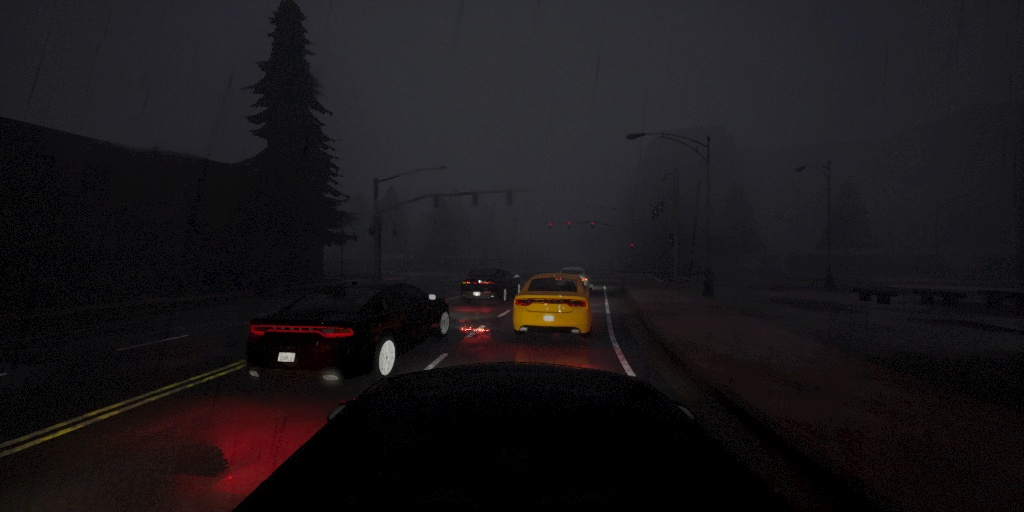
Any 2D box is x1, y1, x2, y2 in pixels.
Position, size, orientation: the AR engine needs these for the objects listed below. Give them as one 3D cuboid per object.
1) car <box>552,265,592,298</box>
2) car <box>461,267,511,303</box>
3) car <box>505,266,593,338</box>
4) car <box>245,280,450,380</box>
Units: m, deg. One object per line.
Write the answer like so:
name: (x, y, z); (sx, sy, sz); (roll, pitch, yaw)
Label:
car: (3.369, 1.274, 19.407); (1.812, 1.442, 4.674); (0, 0, 14)
car: (-0.860, 1.255, 16.651); (1.837, 1.490, 4.892); (0, 0, 13)
car: (1.301, 1.228, 10.377); (1.882, 1.535, 5.008); (0, 0, 11)
car: (-2.764, 1.228, 7.347); (1.882, 1.535, 5.008); (0, 0, 7)
